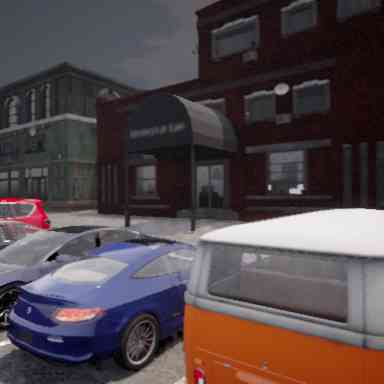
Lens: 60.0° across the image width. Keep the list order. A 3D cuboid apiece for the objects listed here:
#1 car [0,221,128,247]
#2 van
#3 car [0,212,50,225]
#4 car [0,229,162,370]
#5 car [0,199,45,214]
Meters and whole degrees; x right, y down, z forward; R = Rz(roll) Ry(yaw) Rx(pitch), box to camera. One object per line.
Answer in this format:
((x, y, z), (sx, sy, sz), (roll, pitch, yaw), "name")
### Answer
((-2.801, 1.527, 7.316), (2.163, 1.488, 4.792), (0, 0, 36), "car")
((1.809, 1.257, 4.208), (1.878, 1.987, 4.442), (0, 0, 35), "van")
((-5.049, 1.509, 8.949), (2.231, 1.521, 4.892), (0, 0, 36), "car")
((-0.624, 1.530, 5.797), (2.002, 1.452, 4.674), (0, 0, 36), "car")
((-7.326, 1.266, 10.547), (2.435, 2.045, 5.566), (0, 0, 36), "car")
